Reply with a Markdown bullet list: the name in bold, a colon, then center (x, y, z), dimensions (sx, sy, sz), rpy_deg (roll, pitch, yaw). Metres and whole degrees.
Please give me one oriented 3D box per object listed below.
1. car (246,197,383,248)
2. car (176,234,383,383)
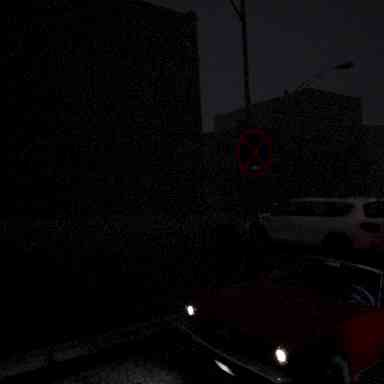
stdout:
- **car**: center (4.483, 1.202, 12.239), dimensions (2.435, 2.045, 5.566), rpy_deg (0, 0, -36)
- **car**: center (2.144, 1.590, 4.908), dimensions (4.718, 1.301, 1.895), rpy_deg (0, 0, -36)
